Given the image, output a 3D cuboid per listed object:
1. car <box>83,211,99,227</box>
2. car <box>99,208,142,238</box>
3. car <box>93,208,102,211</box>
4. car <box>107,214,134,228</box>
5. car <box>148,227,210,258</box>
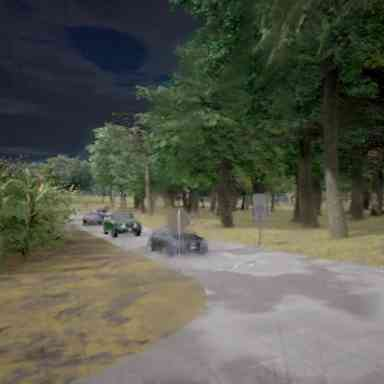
[{"bbox_3d":[-12.013,3.384,40.282,1.882,1.535,5.008,0,-2,-26],"label":"car"},{"bbox_3d":[-5.851,2.605,27.499,2.150,2.045,5.566,0,-3,-26],"label":"car"},{"bbox_3d":[-14.478,3.554,52.044,2.150,2.045,5.566,0,-2,-26],"label":"car"},{"bbox_3d":[-8.720,3.402,40.193,2.033,1.411,5.357,0,-2,-26],"label":"car"},{"bbox_3d":[-0.781,2.457,17.014,1.994,1.385,4.181,0,-3,-26],"label":"car"}]
